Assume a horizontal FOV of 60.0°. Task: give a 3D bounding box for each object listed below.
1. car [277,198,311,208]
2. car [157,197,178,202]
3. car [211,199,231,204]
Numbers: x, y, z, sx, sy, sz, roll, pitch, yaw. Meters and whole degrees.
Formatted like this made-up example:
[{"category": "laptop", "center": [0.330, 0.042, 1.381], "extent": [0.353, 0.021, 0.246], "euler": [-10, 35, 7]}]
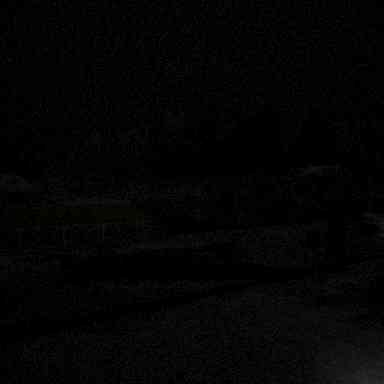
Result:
[{"category": "car", "center": [11.648, 1.505, 37.192], "extent": [1.837, 1.490, 4.892], "euler": [0, 0, -35]}, {"category": "car", "center": [-4.434, 1.601, 60.371], "extent": [1.895, 1.301, 4.718], "euler": [0, 0, -35]}, {"category": "car", "center": [4.585, 1.601, 47.316], "extent": [1.895, 1.301, 4.718], "euler": [0, 0, -35]}]
